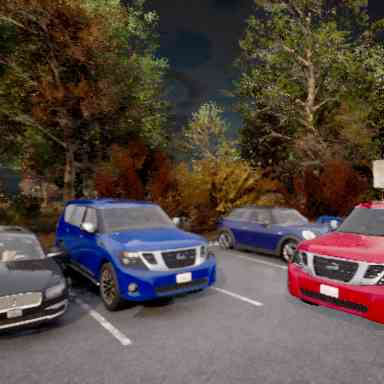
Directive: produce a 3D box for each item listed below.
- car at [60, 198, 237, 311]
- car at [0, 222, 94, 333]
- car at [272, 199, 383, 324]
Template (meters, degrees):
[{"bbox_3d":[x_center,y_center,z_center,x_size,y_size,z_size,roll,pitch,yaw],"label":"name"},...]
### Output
[{"bbox_3d":[-1.750,1.211,8.309,2.435,2.045,5.566,0,0,-36],"label":"car"},{"bbox_3d":[-3.967,1.479,6.769,2.231,1.521,4.892,0,0,-36],"label":"car"},{"bbox_3d":[4.398,1.179,6.819,5.566,2.045,2.150,0,0,-35],"label":"car"}]
